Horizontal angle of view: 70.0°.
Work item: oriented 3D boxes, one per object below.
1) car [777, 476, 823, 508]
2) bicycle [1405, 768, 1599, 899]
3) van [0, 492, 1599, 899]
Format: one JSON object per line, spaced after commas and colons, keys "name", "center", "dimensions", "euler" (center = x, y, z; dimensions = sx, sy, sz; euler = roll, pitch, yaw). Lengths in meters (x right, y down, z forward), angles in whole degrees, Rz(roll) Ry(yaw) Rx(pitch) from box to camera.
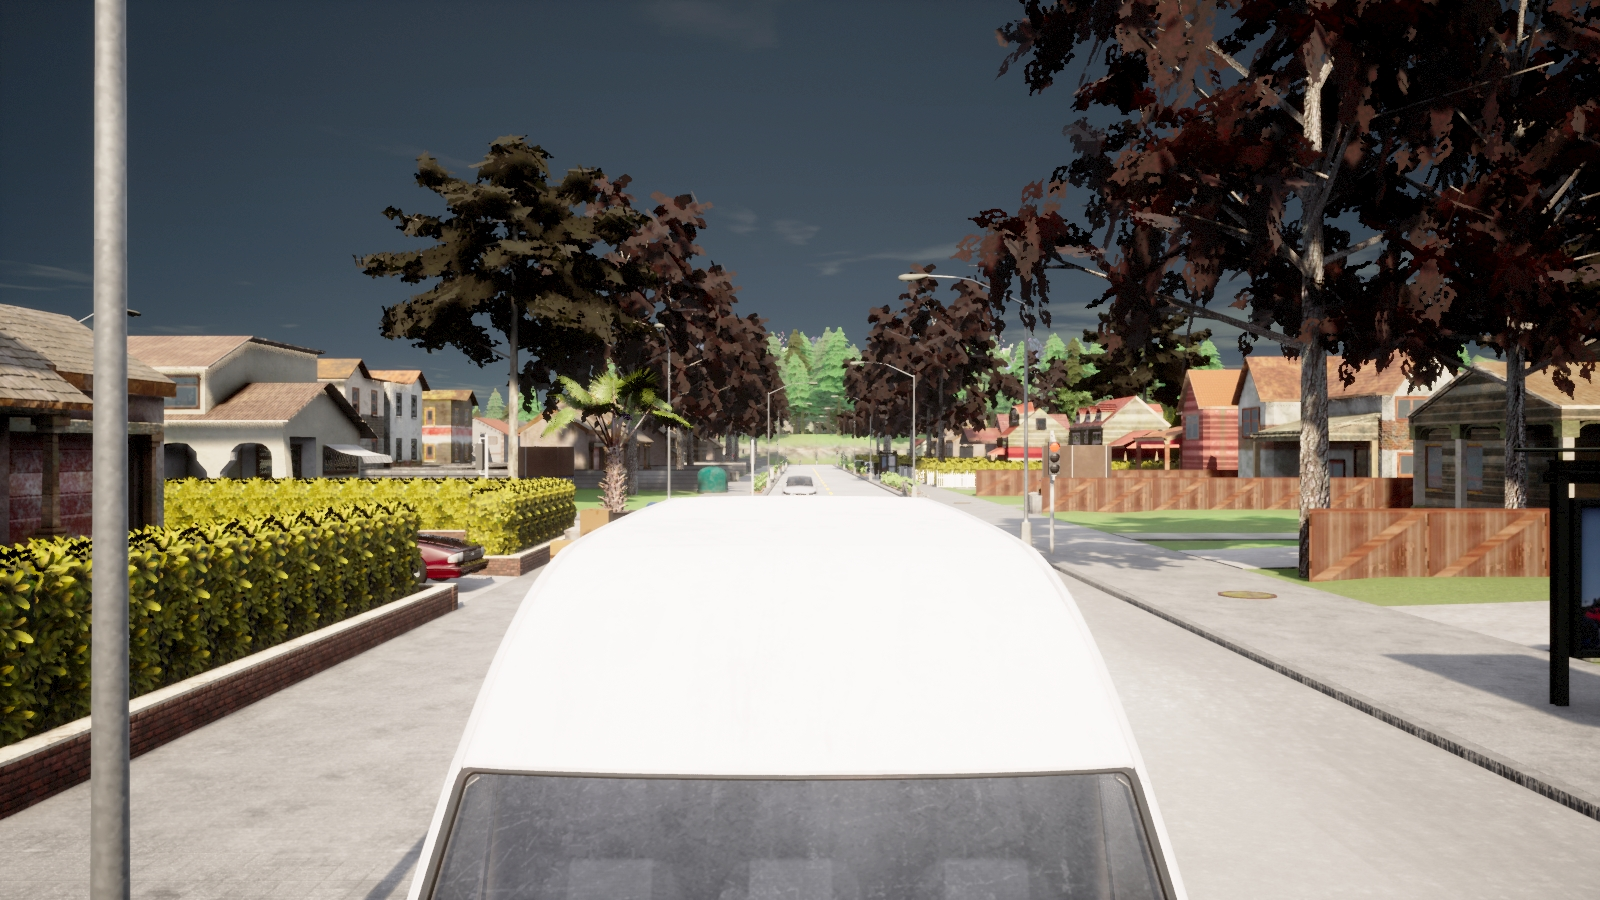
{"name": "car", "center": [-0.012, 2.084, 57.489], "dimensions": [2.231, 1.480, 4.892], "euler": [0, 0, 0]}
{"name": "bicycle", "center": [2.687, 2.062, 3.843], "dimensions": [0.329, 1.471, 1.835], "euler": [0, 0, 0]}
{"name": "van", "center": [0.002, 1.537, 4.030], "dimensions": [1.988, 2.561, 5.915], "euler": [0, 0, 0]}
